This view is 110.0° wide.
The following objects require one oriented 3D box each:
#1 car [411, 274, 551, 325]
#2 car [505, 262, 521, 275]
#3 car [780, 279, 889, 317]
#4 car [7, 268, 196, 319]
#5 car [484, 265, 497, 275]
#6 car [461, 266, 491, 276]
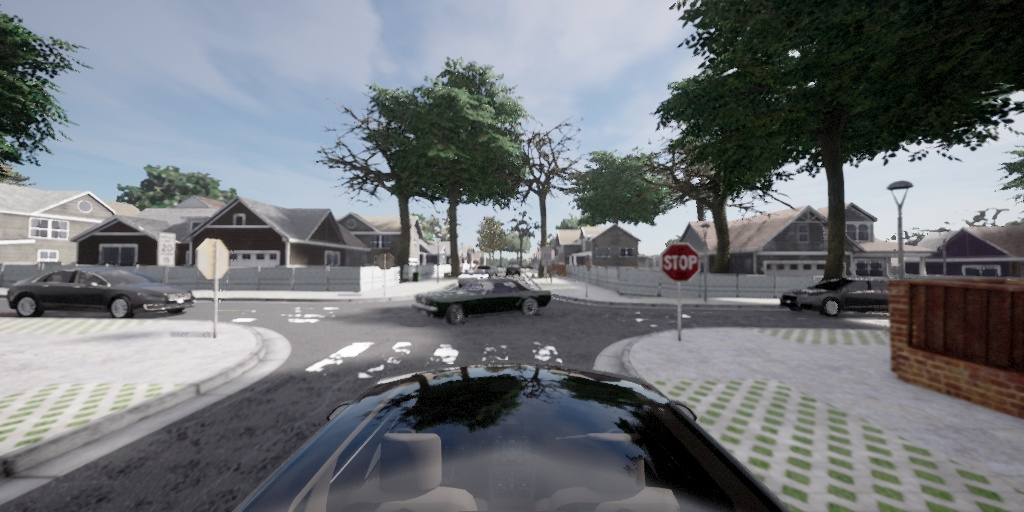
[{"bbox_3d":[-0.974,1.463,12.441,4.718,1.301,1.895,0,-1,-36],"label":"car"},{"bbox_3d":[0.155,1.899,47.615,1.882,1.535,5.008,0,-1,0],"label":"car"},{"bbox_3d":[13.804,1.671,14.786,4.892,1.490,1.837,1,-2,-1],"label":"car"},{"bbox_3d":[-12.935,1.152,11.469,4.892,1.490,1.837,1,-2,2],"label":"car"},{"bbox_3d":[-2.801,1.725,36.890,1.837,1.490,4.892,0,-1,0],"label":"car"},{"bbox_3d":[-2.820,1.653,26.519,1.895,1.301,4.718,0,-1,0],"label":"car"}]
